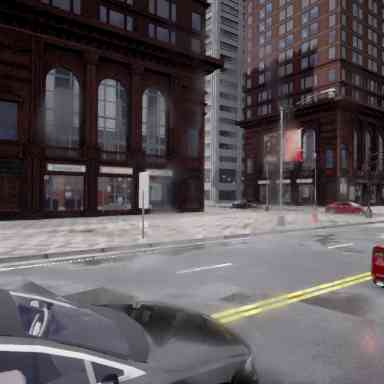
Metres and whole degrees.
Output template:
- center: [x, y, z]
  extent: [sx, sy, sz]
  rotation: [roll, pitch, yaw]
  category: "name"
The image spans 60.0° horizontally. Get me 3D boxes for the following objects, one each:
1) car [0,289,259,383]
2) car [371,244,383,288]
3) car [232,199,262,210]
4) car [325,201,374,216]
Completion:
- center: [-1.617, 1.491, 2.292]
  extent: [4.902, 1.511, 2.128]
  rotation: [0, 0, -35]
  category: "car"
- center: [6.209, 1.489, 7.867]
  extent: [5.008, 1.535, 1.882]
  rotation: [0, 0, -35]
  category: "car"
- center: [7.468, 1.749, 45.327]
  extent: [1.812, 1.442, 4.674]
  rotation: [1, -1, -35]
  category: "car"
- center: [15.888, 1.685, 33.696]
  extent: [1.812, 1.442, 4.674]
  rotation: [1, -1, -37]
  category: "car"
